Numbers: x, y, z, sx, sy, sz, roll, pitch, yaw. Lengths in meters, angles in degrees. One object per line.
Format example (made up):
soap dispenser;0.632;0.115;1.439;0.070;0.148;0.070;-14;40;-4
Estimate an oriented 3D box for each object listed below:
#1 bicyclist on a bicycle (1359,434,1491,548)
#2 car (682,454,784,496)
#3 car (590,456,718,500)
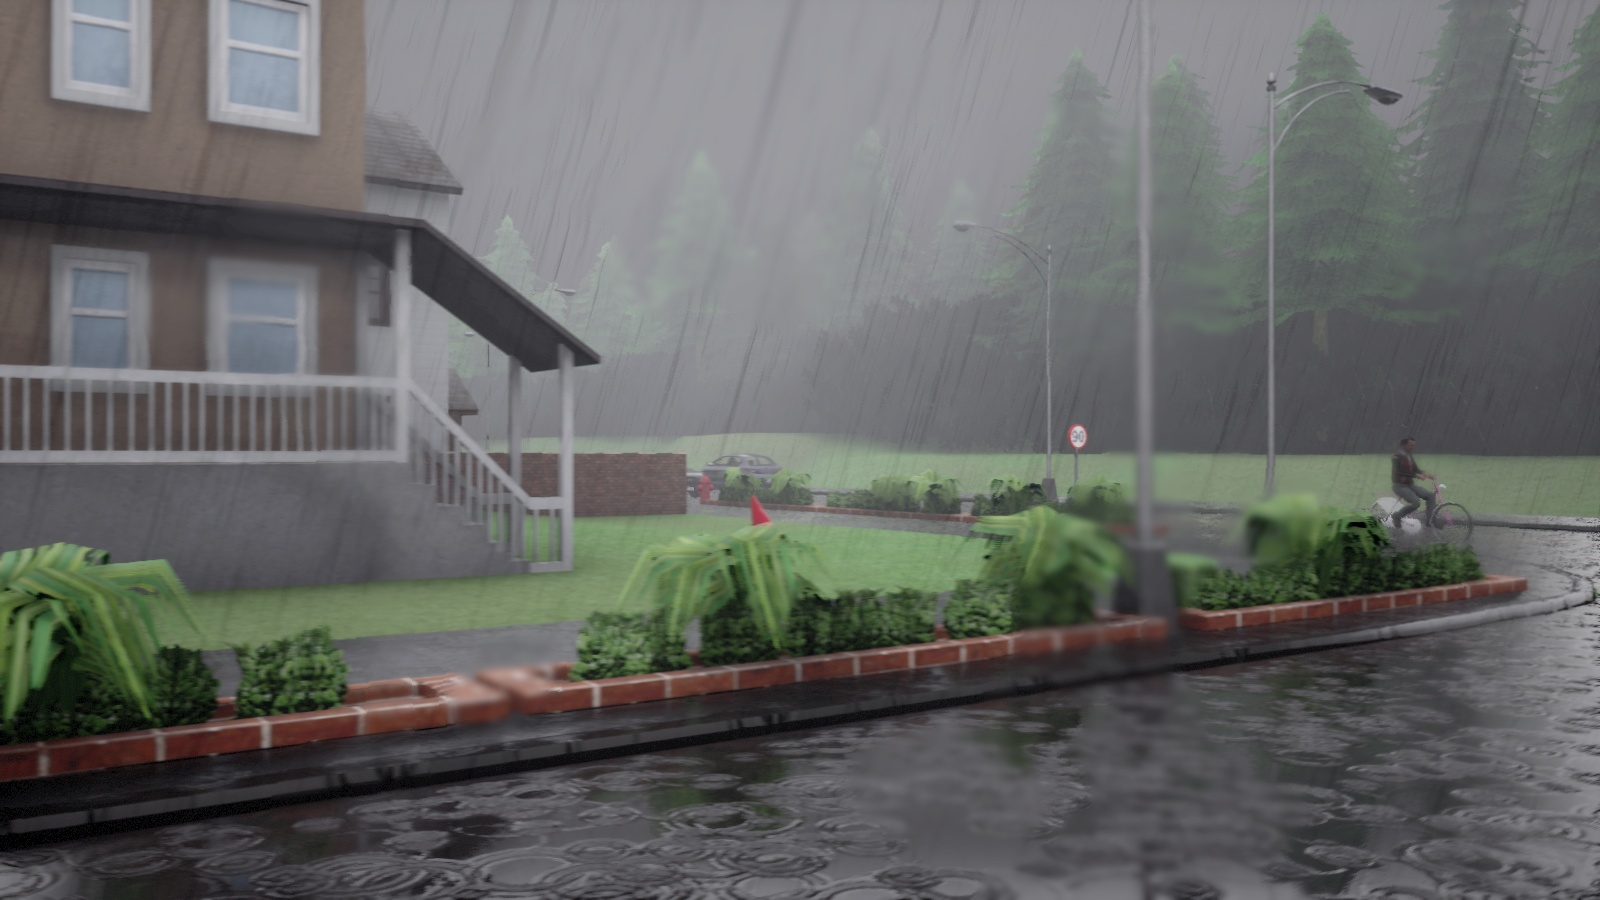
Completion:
bicyclist on a bicycle;10.233;0.645;20.620;0.659;1.776;1.843;-1;0;-32
car;-2.506;0.877;46.054;1.816;1.474;4.193;0;0;-35
car;-5.049;0.908;42.703;2.033;1.411;5.357;0;0;-35
